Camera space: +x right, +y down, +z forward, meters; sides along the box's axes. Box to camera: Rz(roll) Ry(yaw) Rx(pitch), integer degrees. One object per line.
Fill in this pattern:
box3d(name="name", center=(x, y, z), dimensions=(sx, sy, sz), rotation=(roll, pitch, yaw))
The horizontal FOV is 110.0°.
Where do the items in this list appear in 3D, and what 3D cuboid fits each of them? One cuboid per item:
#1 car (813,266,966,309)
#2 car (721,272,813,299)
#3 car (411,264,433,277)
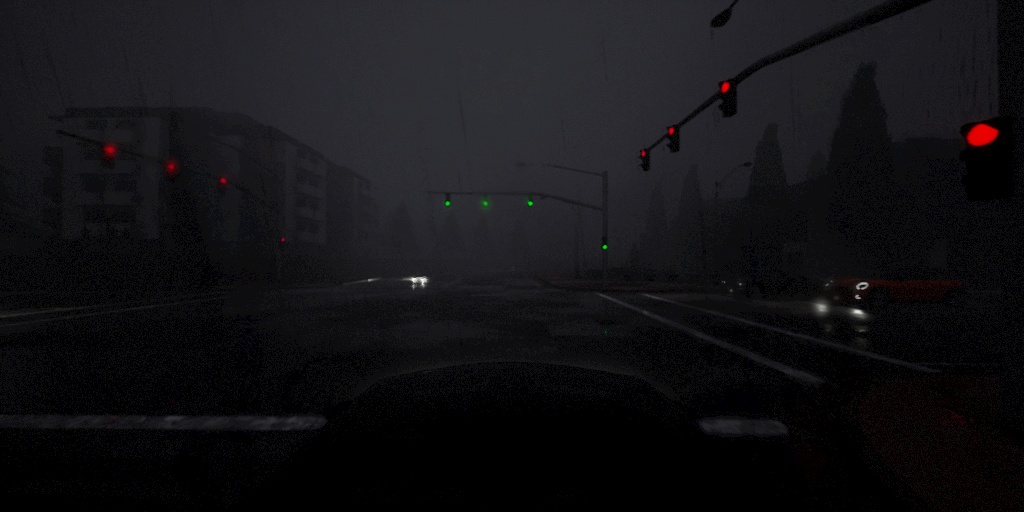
box3d(name="car", center=(16.264, 1.239, 15.457), dimensions=(4.553, 1.767, 2.097), rotation=(0, -1, 1))
box3d(name="car", center=(13.858, 1.524, 19.018), dimensions=(4.718, 1.301, 1.895), rotation=(0, -1, 1))
box3d(name="car", center=(-10.642, 1.709, 42.586), dimensions=(2.128, 1.511, 4.902), rotation=(0, 0, -2))
